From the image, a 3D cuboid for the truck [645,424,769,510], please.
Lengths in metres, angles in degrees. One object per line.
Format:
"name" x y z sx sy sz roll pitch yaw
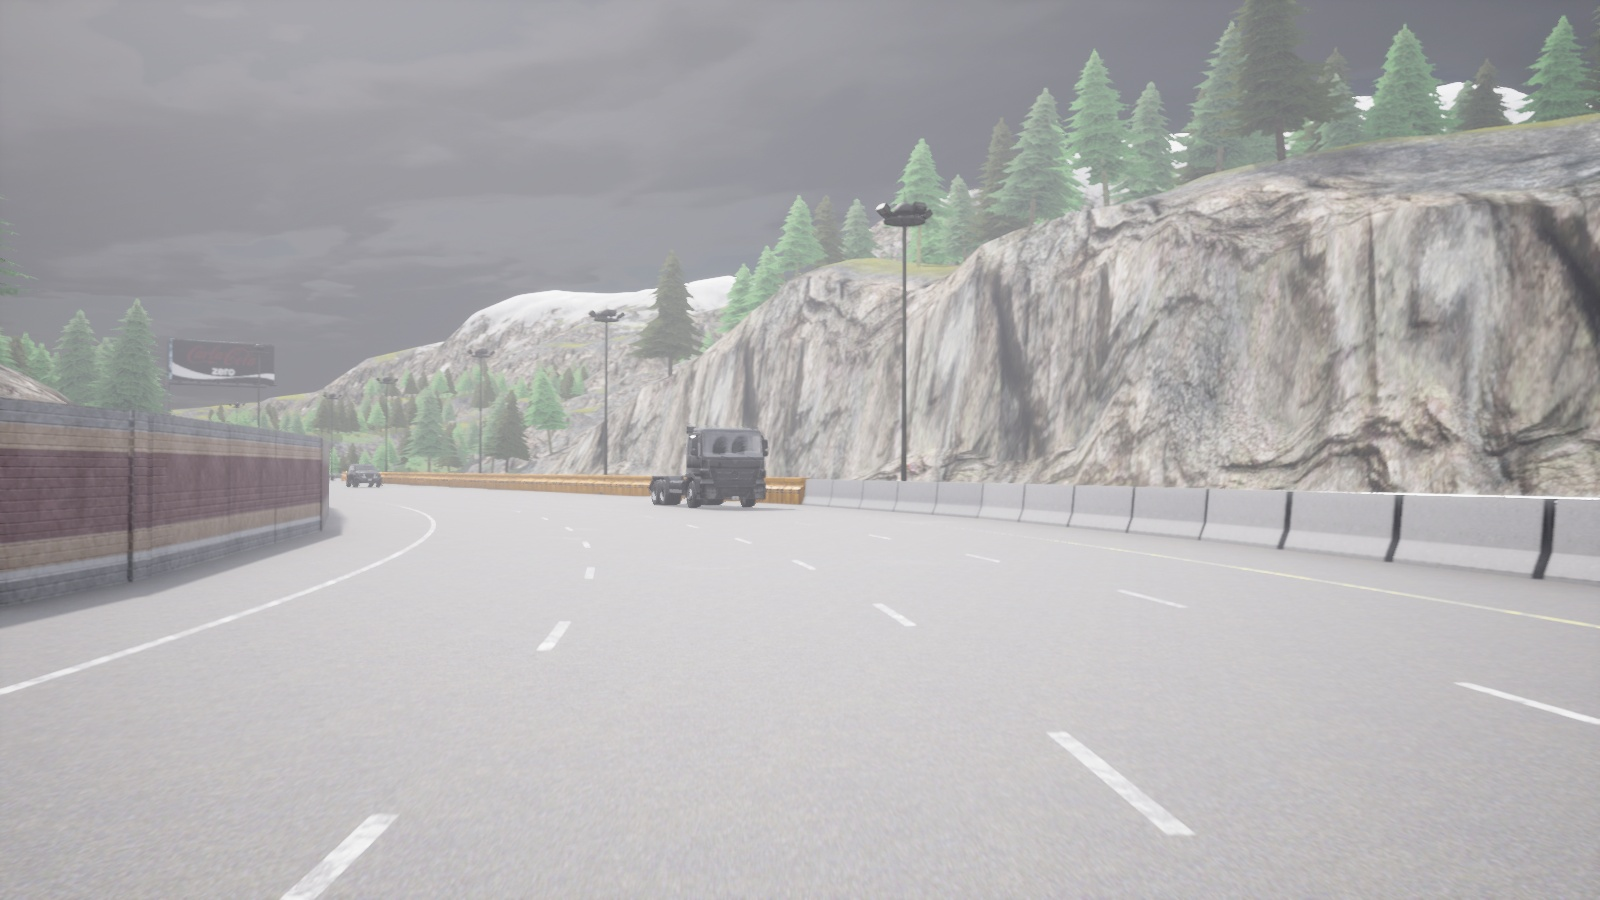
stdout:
"truck" -4.211 0.767 54.701 2.891 3.462 7.936 0 -1 -24
